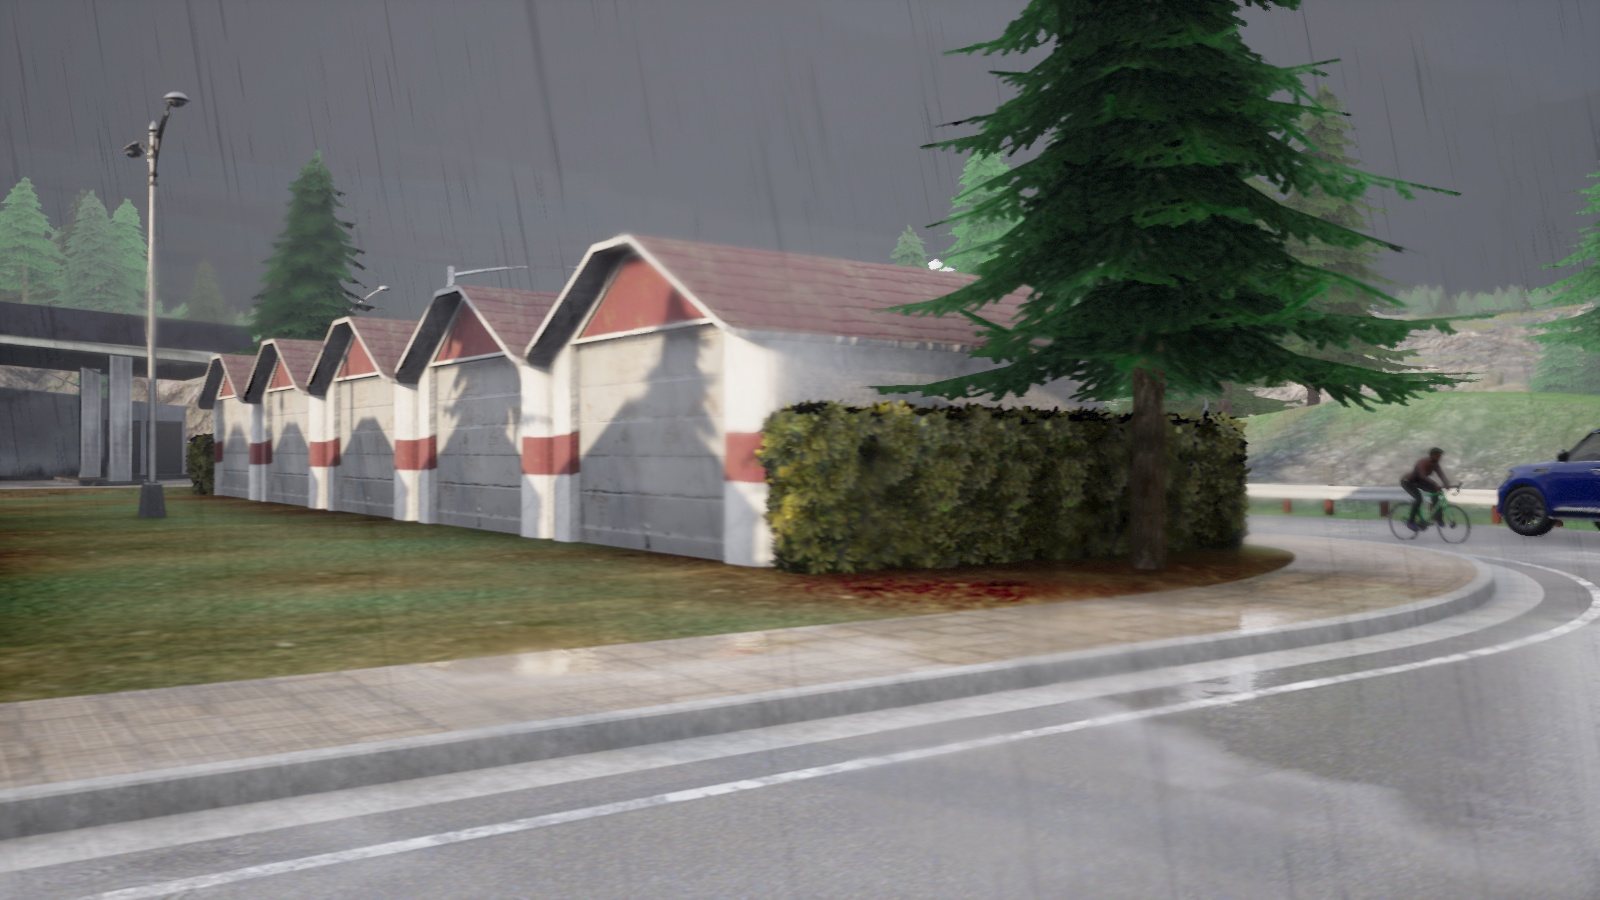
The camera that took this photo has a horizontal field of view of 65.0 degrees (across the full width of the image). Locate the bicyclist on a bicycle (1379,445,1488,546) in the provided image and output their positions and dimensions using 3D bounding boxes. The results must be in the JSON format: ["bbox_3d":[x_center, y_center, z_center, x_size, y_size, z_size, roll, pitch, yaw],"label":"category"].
[{"bbox_3d":[10.678,0.736,21.221,0.582,1.620,1.656,-1,0,-22],"label":"bicyclist on a bicycle"}]

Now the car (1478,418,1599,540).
[{"bbox_3d":[14.508,0.493,21.413,2.150,2.045,5.566,0,0,-11],"label":"car"}]
